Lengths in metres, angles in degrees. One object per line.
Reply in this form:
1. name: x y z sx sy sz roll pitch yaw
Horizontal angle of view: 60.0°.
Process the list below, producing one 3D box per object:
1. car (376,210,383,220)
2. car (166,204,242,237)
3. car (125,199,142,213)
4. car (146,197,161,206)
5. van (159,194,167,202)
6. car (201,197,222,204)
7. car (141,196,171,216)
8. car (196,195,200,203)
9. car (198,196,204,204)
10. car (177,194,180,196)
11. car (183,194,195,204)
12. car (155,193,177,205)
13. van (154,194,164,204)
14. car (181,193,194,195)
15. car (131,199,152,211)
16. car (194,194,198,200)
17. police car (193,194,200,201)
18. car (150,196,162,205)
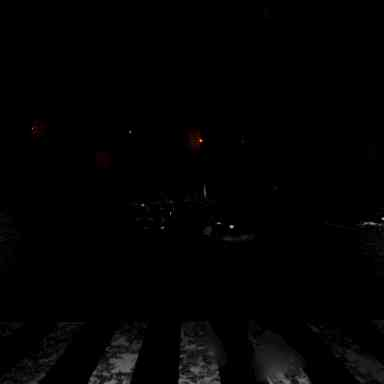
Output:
1. car: 14.710 1.249 21.033 5.357 1.411 2.033 -1 0 -1
2. car: 0.743 1.557 18.160 1.994 1.385 4.181 -1 0 -38
3. car: -6.148 1.556 36.262 2.008 1.369 4.403 0 0 -1
4. car: -6.429 1.579 55.824 1.947 1.339 4.313 0 0 -1
5. van: -6.741 1.369 77.475 1.690 1.788 3.998 0 0 -1
6. car: 2.376 1.556 36.381 2.008 1.369 4.403 0 0 -1
7. car: -3.478 1.482 33.110 1.882 1.535 5.008 0 0 1
8. car: 2.142 1.562 52.713 2.008 1.369 4.403 0 0 -1
9. car: 2.220 1.554 47.269 1.887 1.381 4.507 0 0 -1
10. car: -3.802 1.508 60.373 2.128 1.511 4.902 0 0 -1
11. car: -0.706 1.620 65.643 1.895 1.301 4.718 0 0 -1
12. car: -3.635 1.360 47.094 2.097 1.767 4.553 0 0 -1
13. van: -6.585 1.361 66.649 1.690 1.788 3.998 0 0 -1
14. car: -0.943 1.550 75.571 2.128 1.511 4.902 0 0 -1
15. car: -6.220 1.558 41.254 2.008 1.369 4.403 0 0 -1
16. car: 2.000 1.568 62.584 2.008 1.369 4.403 0 0 -1
17. police car: 1.203 1.464 90.558 1.930 1.638 5.238 0 0 -1
18. car: -6.505 1.541 61.067 1.752 1.417 4.829 0 0 -1
